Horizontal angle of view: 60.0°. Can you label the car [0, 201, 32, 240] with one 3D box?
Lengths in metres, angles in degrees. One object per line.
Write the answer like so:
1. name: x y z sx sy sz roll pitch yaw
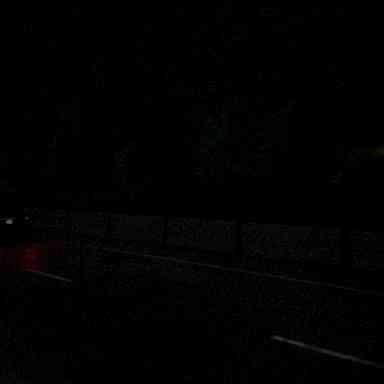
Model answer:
1. car: -9.265 1.254 14.992 4.553 1.767 2.097 0 0 36
